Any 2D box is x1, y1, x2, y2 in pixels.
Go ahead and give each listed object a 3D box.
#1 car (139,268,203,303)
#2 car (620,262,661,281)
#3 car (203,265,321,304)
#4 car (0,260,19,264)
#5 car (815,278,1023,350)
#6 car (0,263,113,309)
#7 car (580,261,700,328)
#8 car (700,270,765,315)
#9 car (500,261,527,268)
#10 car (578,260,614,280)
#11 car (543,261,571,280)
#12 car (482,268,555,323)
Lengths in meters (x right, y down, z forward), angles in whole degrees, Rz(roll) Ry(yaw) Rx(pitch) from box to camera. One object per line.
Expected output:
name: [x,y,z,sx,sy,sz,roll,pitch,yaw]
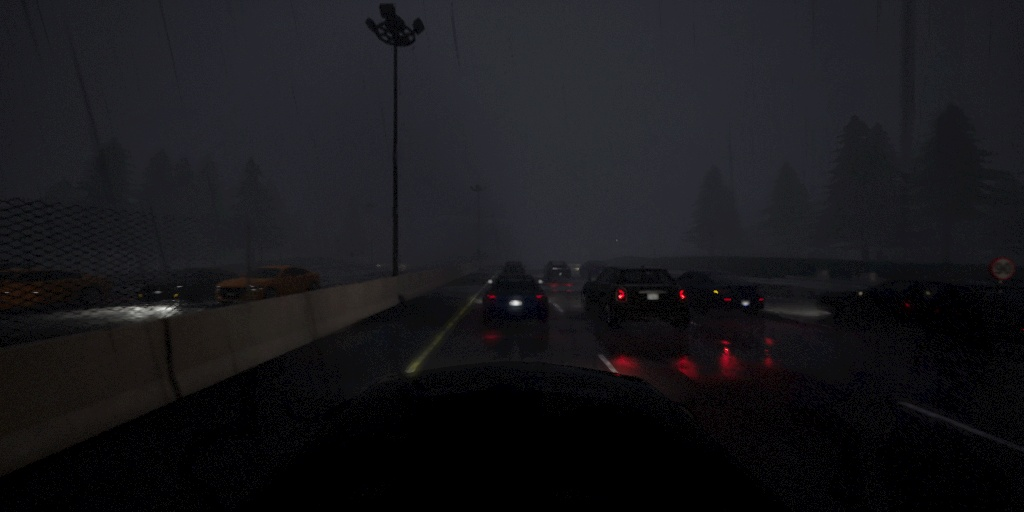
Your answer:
car: [-14.056,1.245,16.233,1.994,1.385,4.181,0,0,0]
car: [10.637,1.221,30.017,1.994,1.385,4.181,0,0,0]
car: [-10.556,1.162,15.975,1.882,1.535,5.008,0,0,0]
car: [-21.067,1.037,13.764,2.097,1.767,4.553,0,0,0]
car: [10.609,1.266,8.956,2.033,1.411,5.357,0,0,0]
car: [-17.571,1.168,12.761,1.882,1.535,5.008,0,0,0]
car: [3.611,1.058,11.300,2.097,1.767,4.553,0,0,0]
car: [7.099,1.228,13.205,1.812,1.442,4.674,0,0,0]
car: [0.136,1.158,29.414,1.837,1.490,4.892,0,0,0]
car: [7.138,1.130,31.018,1.882,1.535,5.008,0,0,0]
car: [3.635,1.146,29.352,2.128,1.511,4.902,0,0,0]
car: [0.112,1.266,11.901,1.994,1.385,4.181,0,0,0]
